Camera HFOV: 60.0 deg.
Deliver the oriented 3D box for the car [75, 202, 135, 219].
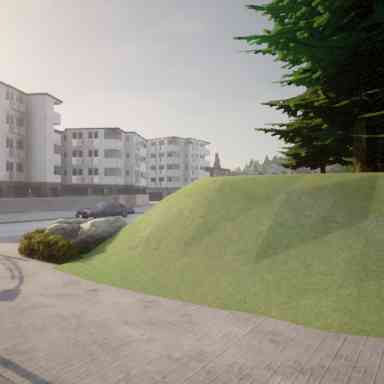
[{"bbox_3d":[-7.331,1.558,28.696,2.033,1.411,5.357,0,0,36],"label":"car"}]
